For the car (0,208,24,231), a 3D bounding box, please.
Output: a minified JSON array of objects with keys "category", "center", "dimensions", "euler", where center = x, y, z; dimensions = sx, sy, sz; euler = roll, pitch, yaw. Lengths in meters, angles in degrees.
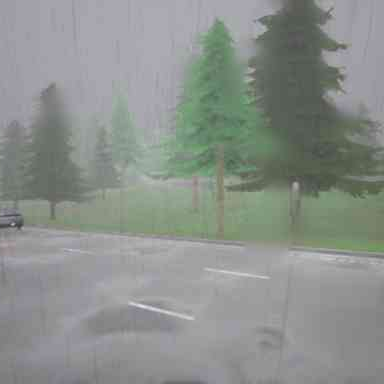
[{"category":"car","center":[-12.951,1.821,21.777],"dimensions":[4.902,1.511,2.128],"euler":[-1,-1,35]}]
